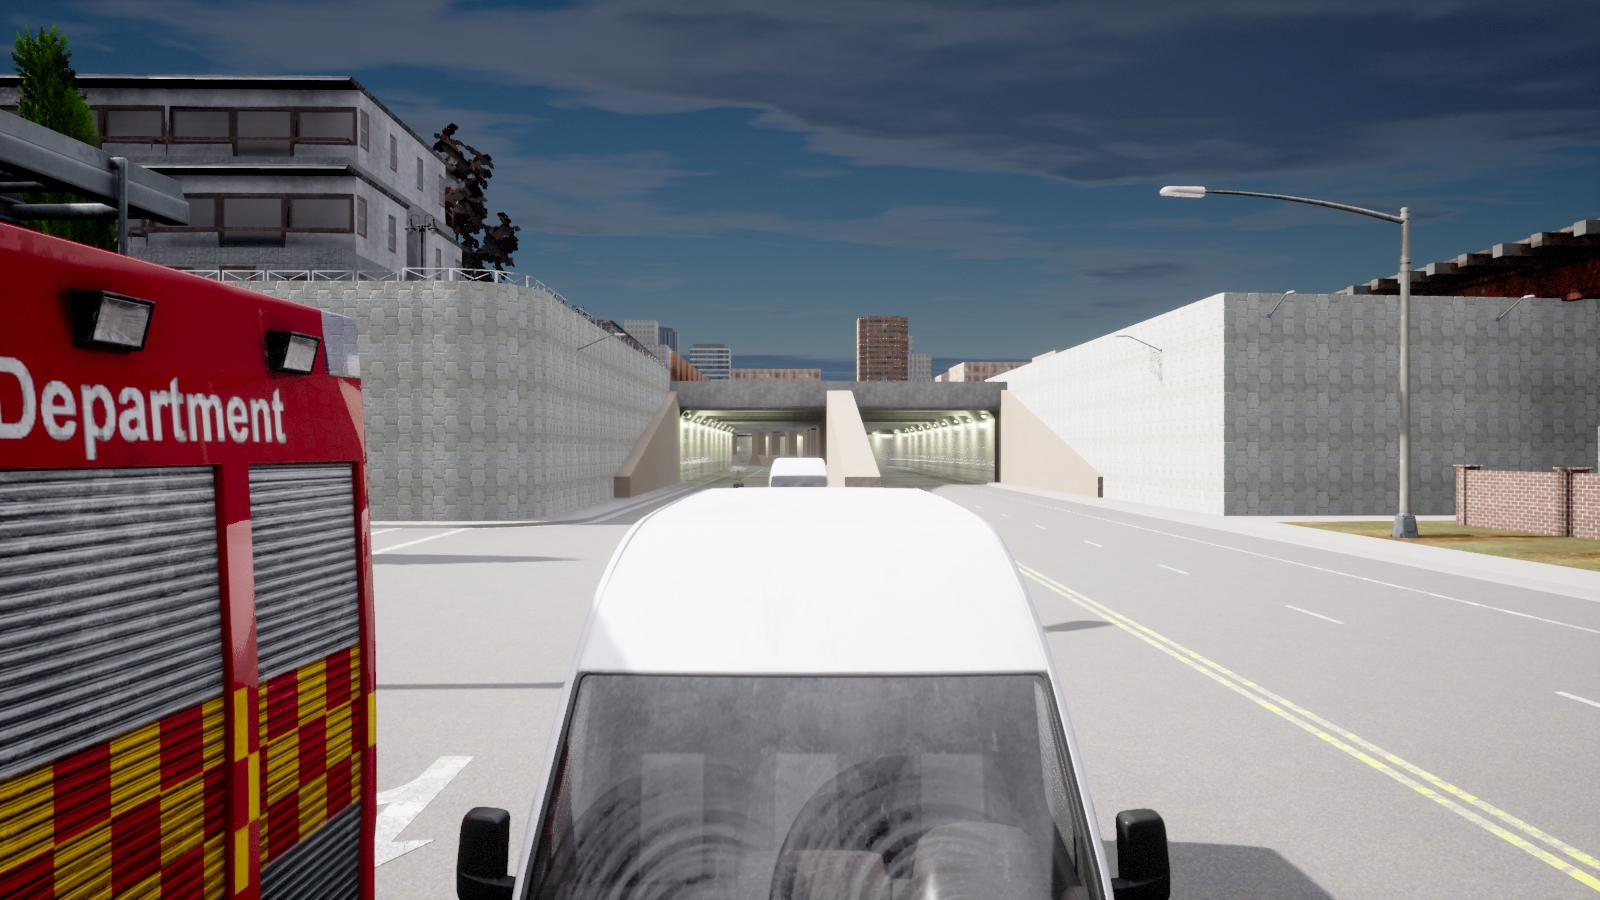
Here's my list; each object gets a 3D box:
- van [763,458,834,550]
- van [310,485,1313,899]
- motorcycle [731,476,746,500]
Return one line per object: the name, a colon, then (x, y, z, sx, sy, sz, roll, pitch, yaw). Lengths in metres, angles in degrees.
van: (-0.033, 1.534, 35.099, 1.988, 2.561, 5.915, 0, 0, 0)
van: (0.047, 1.534, 5.226, 1.988, 2.561, 5.915, 0, 0, 1)
motorcycle: (-3.549, 2.166, 65.985, 0.764, 1.277, 2.356, -1, 0, 0)
